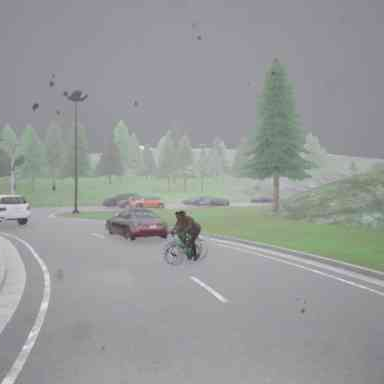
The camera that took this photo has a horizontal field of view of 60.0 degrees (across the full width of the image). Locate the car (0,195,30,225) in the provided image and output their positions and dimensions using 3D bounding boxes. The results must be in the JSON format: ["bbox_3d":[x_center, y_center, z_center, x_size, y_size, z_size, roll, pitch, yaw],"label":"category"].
[{"bbox_3d":[-13.330,1.221,22.804,5.566,2.045,2.150,0,0,36],"label":"car"}]

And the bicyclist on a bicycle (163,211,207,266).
[{"bbox_3d":[-0.152,1.396,10.230,1.656,1.620,0.582,-3,2,-39],"label":"bicyclist on a bicycle"}]

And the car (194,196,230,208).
[{"bbox_3d":[3.279,1.491,48.723,4.902,1.511,2.128,0,0,-33],"label":"car"}]

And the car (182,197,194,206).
[{"bbox_3d":[1.315,1.352,51.617,4.553,1.767,2.097,0,0,-33],"label":"car"}]

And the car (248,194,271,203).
[{"bbox_3d":[13.885,1.353,68.223,4.553,1.767,2.097,0,0,-34],"label":"car"}]

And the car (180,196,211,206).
[{"bbox_3d":[0.579,1.504,55.326,4.892,1.490,1.837,0,0,-33],"label":"car"}]

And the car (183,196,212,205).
[{"bbox_3d":[1.068,1.489,59.830,4.902,1.511,2.128,0,0,-33],"label":"car"}]

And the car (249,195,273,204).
[{"bbox_3d":[13.415,1.599,63.775,4.718,1.301,1.895,0,0,-33],"label":"car"}]

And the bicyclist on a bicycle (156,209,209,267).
[{"bbox_3d":[-0.284,1.425,10.771,1.656,1.620,0.582,-2,-1,-41],"label":"bicyclist on a bicycle"}]

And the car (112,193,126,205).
[{"bbox_3d":[-7.972,1.351,45.473,4.553,1.767,2.097,0,0,-33],"label":"car"}]

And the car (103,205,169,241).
[{"bbox_3d":[-2.881,1.564,16.921,1.994,1.385,4.181,0,0,-33],"label":"car"}]

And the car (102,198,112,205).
[{"bbox_3d":[-10.427,1.600,48.047,4.718,1.301,1.895,0,0,-34],"label":"car"}]

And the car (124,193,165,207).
[{"bbox_3d":[-5.868,1.351,42.669,4.553,1.767,2.097,0,0,-33],"label":"car"}]

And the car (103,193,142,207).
[{"bbox_3d":[-10.809,1.221,51.979,5.566,2.045,2.150,0,0,-33],"label":"car"}]
